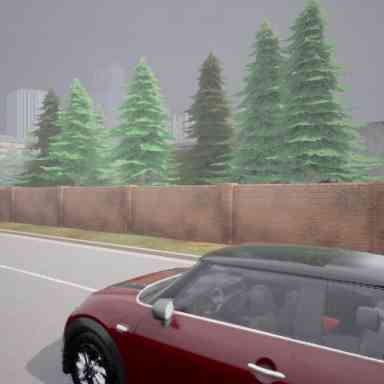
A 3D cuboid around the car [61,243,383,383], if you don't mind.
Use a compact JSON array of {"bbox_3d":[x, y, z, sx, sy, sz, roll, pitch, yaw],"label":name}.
[{"bbox_3d":[0.663,1.351,3.517,4.553,1.767,2.097,0,0,35],"label":"car"}]
